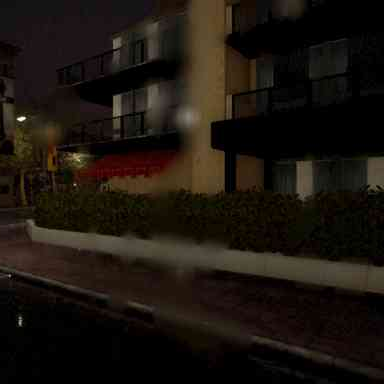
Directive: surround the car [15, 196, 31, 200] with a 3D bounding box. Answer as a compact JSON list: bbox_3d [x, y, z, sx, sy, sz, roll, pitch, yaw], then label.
[{"bbox_3d":[-35.696,1.481,67.692,4.892,1.521,2.231,0,0,36],"label":"car"}]
